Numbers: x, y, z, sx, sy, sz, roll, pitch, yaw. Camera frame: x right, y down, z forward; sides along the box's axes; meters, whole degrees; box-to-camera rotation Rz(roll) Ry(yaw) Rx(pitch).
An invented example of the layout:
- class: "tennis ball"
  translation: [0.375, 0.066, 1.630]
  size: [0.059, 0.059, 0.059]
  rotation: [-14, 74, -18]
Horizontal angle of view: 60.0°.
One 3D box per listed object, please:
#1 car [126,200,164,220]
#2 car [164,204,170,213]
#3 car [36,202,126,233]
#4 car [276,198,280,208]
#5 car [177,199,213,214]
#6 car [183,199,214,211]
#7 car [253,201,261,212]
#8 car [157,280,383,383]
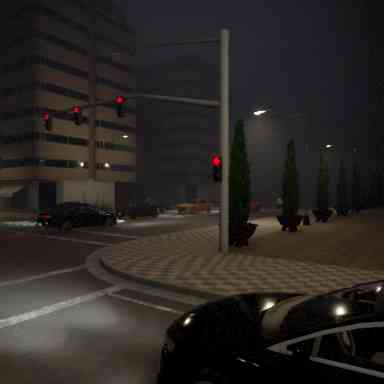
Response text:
- class: "car"
  translation: [-4.797, 1.619, 29.032]
  size: [1.994, 1.385, 4.181]
  rotation: [0, 0, 35]
- class: "car"
  translation: [-4.552, 1.603, 35.445]
  size: [2.033, 1.411, 5.357]
  rotation: [0, 0, 35]
- class: "car"
  translation: [-6.799, 1.549, 20.115]
  size: [2.128, 1.511, 4.902]
  rotation: [0, 0, 39]
- class: "car"
  translation: [14.499, 1.277, 49.937]
  size: [2.150, 2.045, 5.566]
  rotation: [0, 0, 35]
- class: "car"
  translation: [0.353, 1.533, 36.320]
  size: [1.882, 1.535, 5.008]
  rotation: [0, 0, 35]
- class: "car"
  translation: [0.899, 1.619, 43.135]
  size: [1.994, 1.385, 4.181]
  rotation: [0, 0, 36]
- class: "car"
  translation: [6.163, 1.407, 38.150]
  size: [2.097, 1.767, 4.553]
  rotation: [0, 0, 37]
- class: "car"
  translation: [1.890, 1.492, 2.626]
  size: [4.902, 1.511, 2.128]
  rotation: [0, 0, 36]
